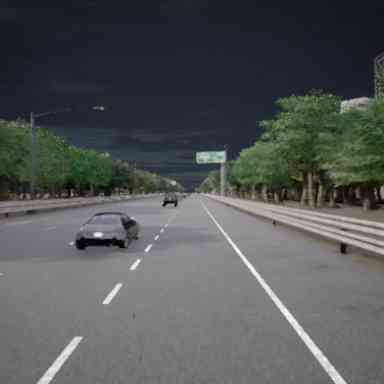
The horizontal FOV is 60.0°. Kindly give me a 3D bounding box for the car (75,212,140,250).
[{"bbox_3d":[-3.489,1.567,14.410,1.994,1.385,4.181,0,0,0],"label":"car"}]

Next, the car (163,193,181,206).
[{"bbox_3d":[-3.348,1.226,53.202,2.150,2.045,5.566,0,0,0],"label":"car"}]

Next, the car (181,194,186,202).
[{"bbox_3d":[-3.177,1.522,78.328,2.033,1.411,5.357,0,0,0],"label":"car"}]
